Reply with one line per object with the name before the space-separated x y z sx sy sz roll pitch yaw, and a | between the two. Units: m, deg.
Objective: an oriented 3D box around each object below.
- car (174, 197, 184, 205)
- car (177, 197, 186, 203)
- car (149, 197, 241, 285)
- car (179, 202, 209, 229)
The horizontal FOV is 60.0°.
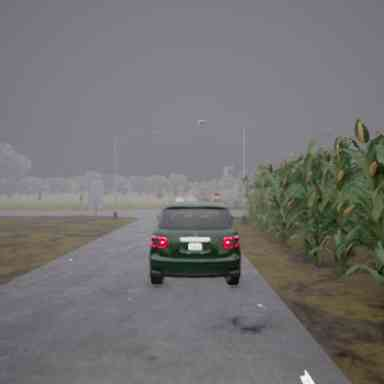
car | -2.635 1.815 68.875 1.812 1.442 4.674 0 0 0
car | -2.607 1.916 84.300 1.994 1.385 4.181 0 0 0
car | 0.093 1.252 9.702 2.150 2.045 5.566 0 0 1
car | 0.120 1.562 23.074 1.882 1.535 5.008 0 0 0
